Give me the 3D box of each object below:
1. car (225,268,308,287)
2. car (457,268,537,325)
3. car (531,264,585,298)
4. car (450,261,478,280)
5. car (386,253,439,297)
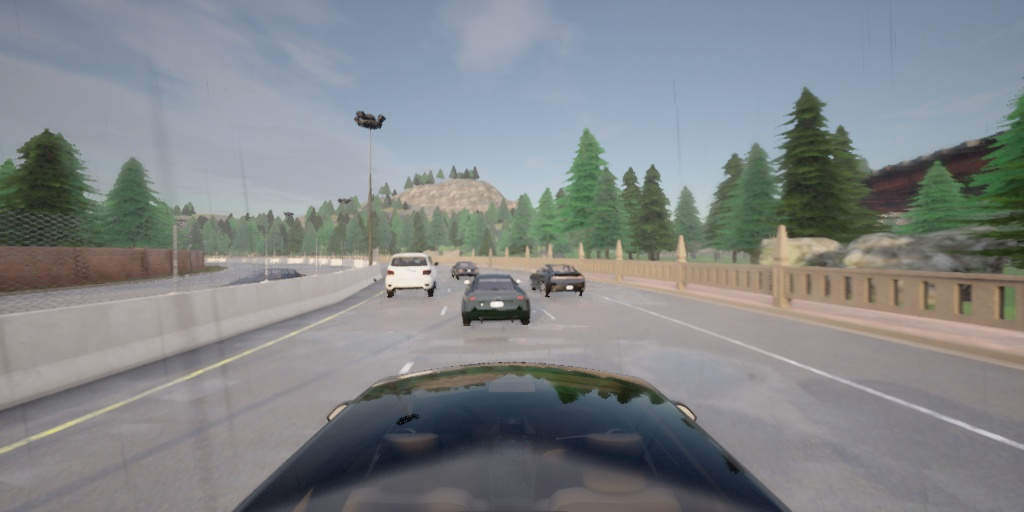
[{"bbox_3d":[-12.025,1.313,18.044,2.033,1.411,5.357,0,0,-10],"label":"car"},{"bbox_3d":[-0.597,1.256,11.614,1.994,1.385,4.181,0,0,-6],"label":"car"},{"bbox_3d":[2.115,1.135,17.867,2.128,1.511,4.902,0,0,-9],"label":"car"},{"bbox_3d":[-3.930,1.145,29.532,2.033,1.411,5.357,0,0,-16],"label":"car"},{"bbox_3d":[-5.036,0.890,18.511,2.150,2.045,5.566,0,0,-10],"label":"car"}]
